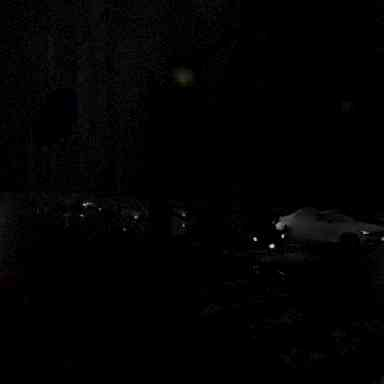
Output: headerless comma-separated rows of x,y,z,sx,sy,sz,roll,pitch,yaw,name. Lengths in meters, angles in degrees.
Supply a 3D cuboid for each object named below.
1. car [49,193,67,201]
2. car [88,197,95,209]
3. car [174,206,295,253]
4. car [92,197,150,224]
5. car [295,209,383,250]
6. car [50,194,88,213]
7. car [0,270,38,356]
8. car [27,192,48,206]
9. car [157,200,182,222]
-26.123,0.987,64.677,2.033,1.411,5.357,-1,1,-36,car
-10.548,1.283,37.128,2.033,1.411,5.357,-1,1,-35,car
1.510,1.542,14.292,2.033,1.411,5.357,-1,1,-31,car
-5.141,1.385,24.031,2.128,1.511,4.902,-1,1,-36,car
5.813,1.480,14.381,1.812,1.442,4.674,-1,1,-36,car
-13.001,1.263,34.972,1.882,1.535,5.008,-1,1,-36,car
-4.186,1.545,3.665,4.507,1.381,1.887,0,-1,-36,car
-22.190,1.168,47.904,2.128,1.511,4.902,-1,1,-36,car
-2.046,1.344,25.289,2.128,1.511,4.902,-1,1,-36,car
